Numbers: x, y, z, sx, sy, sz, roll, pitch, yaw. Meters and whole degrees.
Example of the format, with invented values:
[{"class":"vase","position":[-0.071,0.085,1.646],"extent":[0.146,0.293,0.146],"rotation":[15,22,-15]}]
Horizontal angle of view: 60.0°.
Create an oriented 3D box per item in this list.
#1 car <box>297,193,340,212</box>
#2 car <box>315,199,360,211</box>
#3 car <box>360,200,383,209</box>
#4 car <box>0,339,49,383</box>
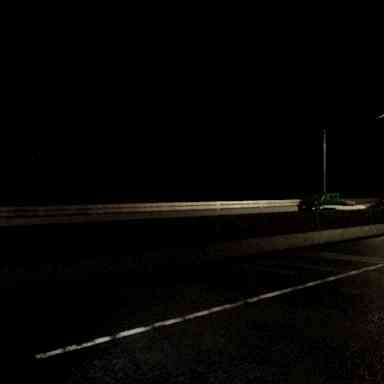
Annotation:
[{"class":"car","position":[13.566,1.179,35.161],"extent":[5.566,2.045,2.150],"rotation":[0,0,-35]},{"class":"car","position":[14.076,1.560,31.227],"extent":[4.718,1.301,1.895],"rotation":[0,0,-35]},{"class":"car","position":[17.127,1.462,29.102],"extent":[4.892,1.490,1.837],"rotation":[0,0,-35]},{"class":"car","position":[-3.202,1.507,1.457],"extent":[4.892,1.490,1.837],"rotation":[0,0,-36]}]
